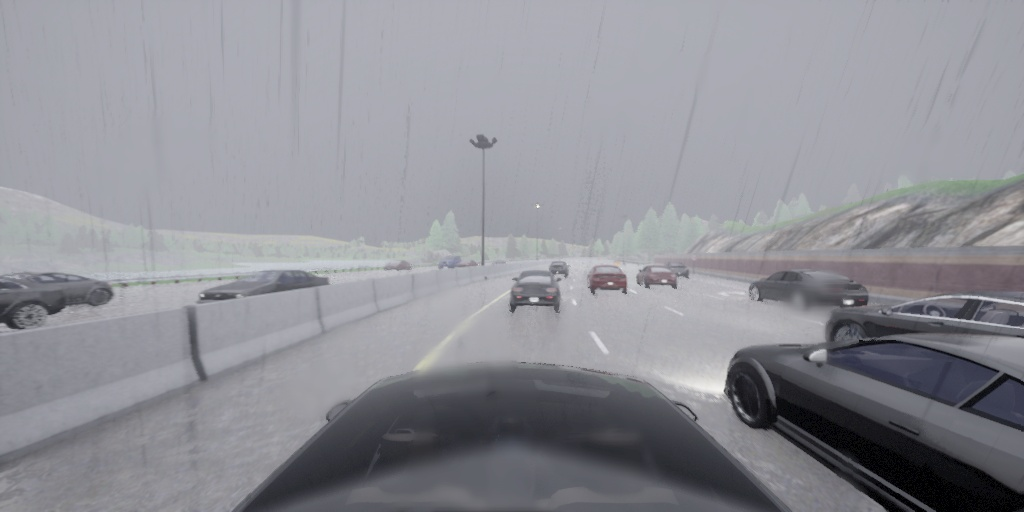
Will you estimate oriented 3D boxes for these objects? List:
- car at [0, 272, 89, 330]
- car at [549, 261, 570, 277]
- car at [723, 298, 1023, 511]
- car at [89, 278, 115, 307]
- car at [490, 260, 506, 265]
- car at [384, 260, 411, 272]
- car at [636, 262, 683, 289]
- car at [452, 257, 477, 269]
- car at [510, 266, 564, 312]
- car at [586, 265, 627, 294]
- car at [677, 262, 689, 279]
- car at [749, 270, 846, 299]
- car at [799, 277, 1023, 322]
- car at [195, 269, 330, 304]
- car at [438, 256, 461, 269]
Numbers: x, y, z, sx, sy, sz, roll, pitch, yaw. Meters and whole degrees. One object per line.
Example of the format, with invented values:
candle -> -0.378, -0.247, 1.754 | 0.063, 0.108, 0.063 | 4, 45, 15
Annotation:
car -> -13.755, 1.196, 8.180 | 2.128, 1.511, 4.902 | 0, 0, 4
car -> 4.715, 1.283, 35.848 | 1.837, 1.490, 4.892 | 0, 0, 11
car -> 3.713, 1.327, 2.958 | 1.994, 1.385, 4.181 | 0, 0, 1
car -> -16.936, 1.260, 12.547 | 1.994, 1.385, 4.181 | 0, 0, 5
car -> -2.084, 1.325, 55.729 | 1.994, 1.385, 4.181 | 0, 0, 12
car -> -14.728, 1.241, 46.498 | 1.812, 1.442, 4.674 | 0, 0, 12
car -> 9.394, 1.315, 23.441 | 1.812, 1.442, 4.674 | 0, 0, 10
car -> -6.471, 1.223, 51.827 | 1.882, 1.535, 5.008 | 0, 0, 12
car -> 0.980, 1.283, 14.198 | 1.812, 1.442, 4.674 | 0, 0, 6
car -> 5.383, 1.253, 20.678 | 1.882, 1.535, 5.008 | 0, 0, 9
car -> 14.892, 1.303, 33.212 | 2.128, 1.511, 4.902 | 0, 0, 11
car -> 11.565, 1.299, 14.413 | 1.837, 1.490, 4.892 | 0, 0, 7
car -> 7.296, 1.268, 5.352 | 2.128, 1.511, 4.902 | 0, 0, 3
car -> -9.744, 1.268, 14.811 | 2.033, 1.411, 5.357 | 0, 0, 6
car -> -9.341, 0.956, 55.196 | 2.150, 2.045, 5.566 | 0, 0, 12
